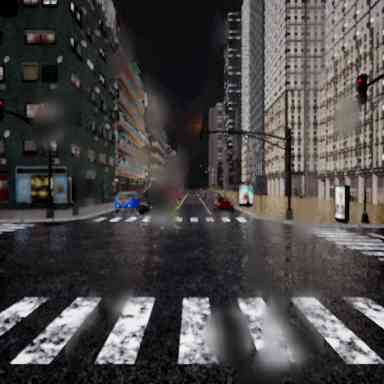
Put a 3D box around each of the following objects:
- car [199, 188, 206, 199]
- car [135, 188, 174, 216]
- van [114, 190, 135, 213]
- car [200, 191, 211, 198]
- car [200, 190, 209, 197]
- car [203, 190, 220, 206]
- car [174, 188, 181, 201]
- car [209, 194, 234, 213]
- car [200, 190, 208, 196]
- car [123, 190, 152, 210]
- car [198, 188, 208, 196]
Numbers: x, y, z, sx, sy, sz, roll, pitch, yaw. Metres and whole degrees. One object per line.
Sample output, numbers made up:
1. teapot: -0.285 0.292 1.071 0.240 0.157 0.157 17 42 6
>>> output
1. car: 2.752 0.509 56.938 1.967 1.590 4.097 0 1 0
2. car: -2.974 0.786 27.520 2.150 2.045 5.566 0 1 0
3. van: -5.654 0.856 29.311 1.690 1.788 3.998 0 1 0
4. car: 2.761 0.445 67.994 2.008 1.369 4.403 0 1 0
5. car: 2.766 0.353 73.521 1.887 1.381 4.507 0 1 0
6. car: 2.737 0.775 40.358 1.967 1.590 4.097 0 1 0
7. car: -2.949 0.297 54.034 2.150 2.045 5.566 0 1 0
8. car: 2.725 1.097 29.305 1.802 1.307 4.206 0 1 0
9. car: 2.771 0.303 79.048 1.802 1.307 4.206 0 1 0
10. car: -5.648 0.740 34.837 2.192 1.841 5.009 0 1 0
11. car: 2.778 -0.050 84.571 2.192 1.841 5.009 0 1 0
